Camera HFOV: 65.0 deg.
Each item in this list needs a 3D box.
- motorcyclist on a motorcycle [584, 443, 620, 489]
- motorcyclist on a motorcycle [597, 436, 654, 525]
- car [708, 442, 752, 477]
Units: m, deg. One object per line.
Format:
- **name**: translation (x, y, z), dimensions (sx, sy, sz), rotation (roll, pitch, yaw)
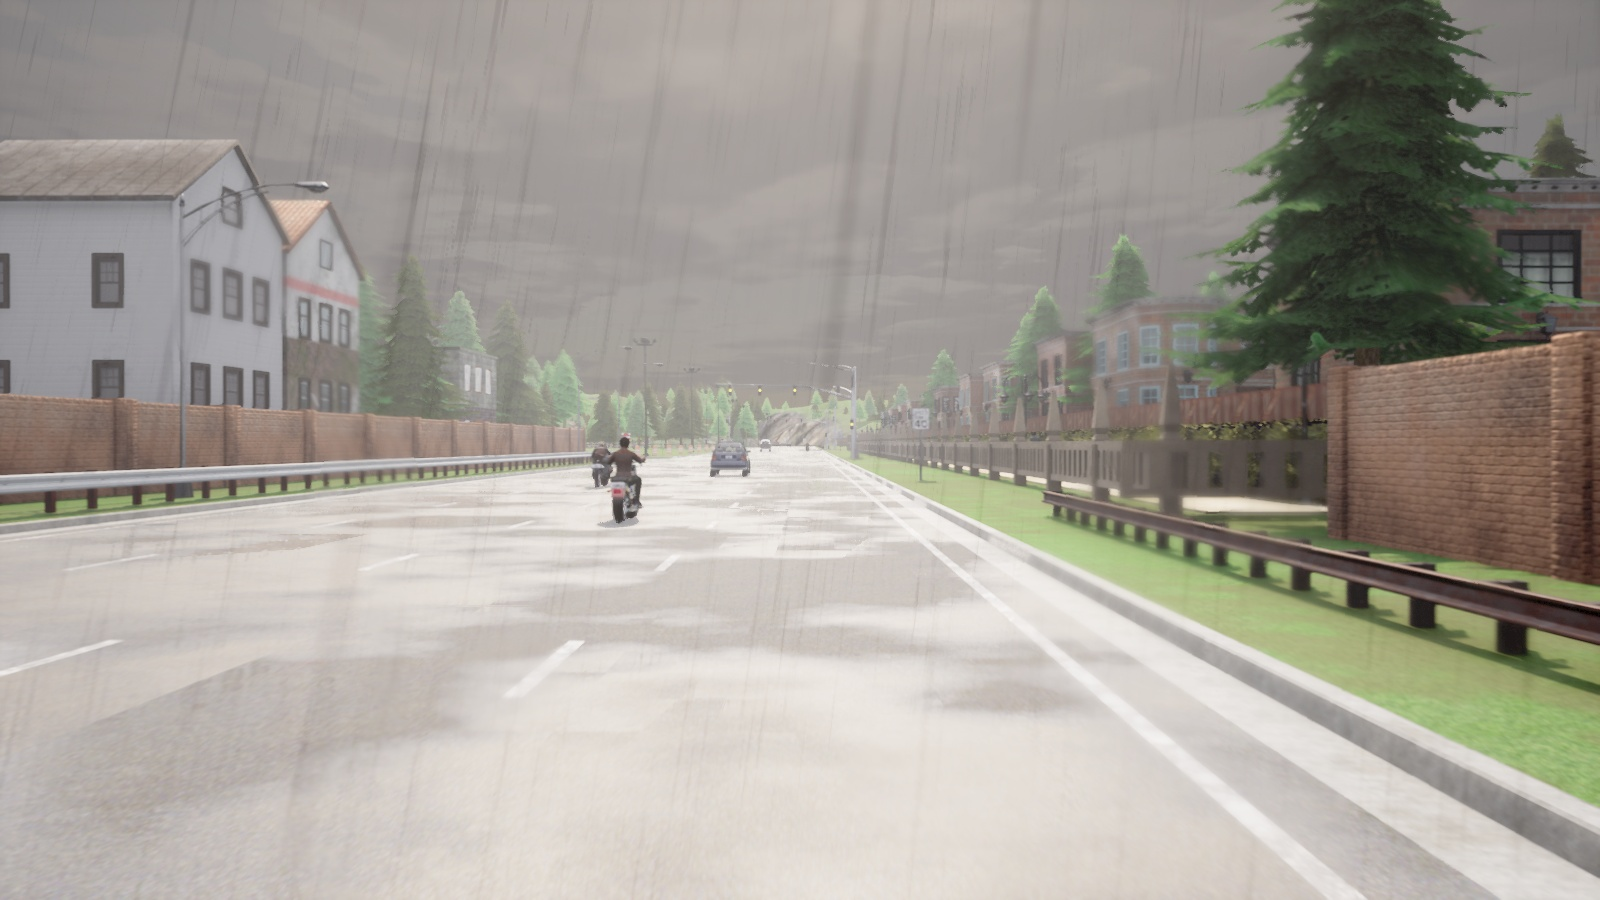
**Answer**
- **motorcyclist on a motorcycle**: translation (-6.742, 0.535, 42.761), dimensions (0.866, 1.530, 2.191), rotation (0, 0, 0)
- **motorcyclist on a motorcycle**: translation (-3.347, 0.557, 24.288), dimensions (0.766, 1.649, 2.350), rotation (0, 0, 0)
- **car**: translation (-3.157, 0.398, 57.556), dimensions (1.789, 1.549, 3.705), rotation (0, 0, 0)
